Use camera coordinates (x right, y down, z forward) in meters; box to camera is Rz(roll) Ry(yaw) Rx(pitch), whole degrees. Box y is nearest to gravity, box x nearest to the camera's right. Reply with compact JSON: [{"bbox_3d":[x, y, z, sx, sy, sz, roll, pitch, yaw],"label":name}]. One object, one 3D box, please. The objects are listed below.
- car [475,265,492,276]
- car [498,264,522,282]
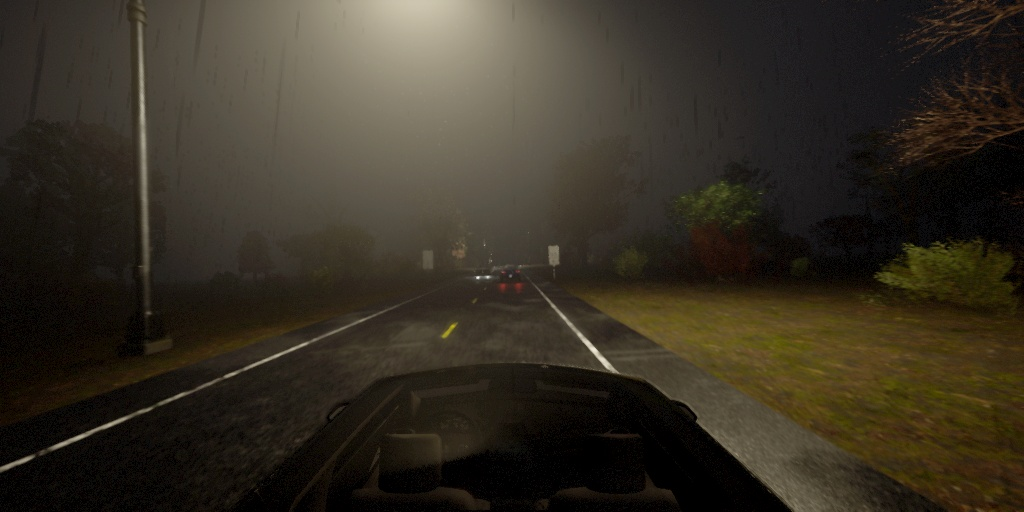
[{"bbox_3d":[-3.697,1.851,47.262,1.994,1.385,4.181,-2,-1,0],"label":"car"},{"bbox_3d":[-0.126,1.543,32.969,1.812,1.442,4.674,-2,0,0],"label":"car"}]
